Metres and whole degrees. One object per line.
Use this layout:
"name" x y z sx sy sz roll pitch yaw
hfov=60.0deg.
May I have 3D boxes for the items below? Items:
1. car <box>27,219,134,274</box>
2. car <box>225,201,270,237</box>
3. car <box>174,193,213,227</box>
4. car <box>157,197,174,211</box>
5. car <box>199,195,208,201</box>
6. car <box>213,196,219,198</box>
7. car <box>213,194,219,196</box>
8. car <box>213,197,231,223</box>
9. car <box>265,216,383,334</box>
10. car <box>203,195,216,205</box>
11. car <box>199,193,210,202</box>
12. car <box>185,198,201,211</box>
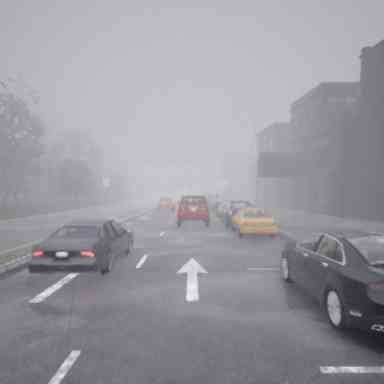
"car" -3.154 1.563 10.568 2.033 1.411 5.357 0 0 0
"car" 3.216 1.504 18.078 1.946 1.575 5.366 0 0 0
"car" 0.091 1.252 23.563 2.150 2.045 5.566 0 -1 0
"car" -3.180 1.413 41.518 2.097 1.767 4.553 0 0 0
"car" 3.134 1.612 89.714 2.231 1.521 4.892 0 0 0
"car" 3.197 1.539 39.988 2.231 1.521 4.892 0 0 0
"car" 3.183 1.303 51.199 2.435 2.045 5.566 0 0 0
"car" 3.212 1.519 29.131 1.946 1.575 5.366 0 0 0
"car" 3.222 1.491 6.836 2.231 1.521 4.892 0 0 0
"car" 3.169 1.445 62.189 2.185 1.767 4.553 0 0 0
"car" 3.141 1.352 84.224 2.435 2.045 5.566 0 0 0
"car" 0.070 1.539 41.796 1.882 1.535 5.008 0 0 0
